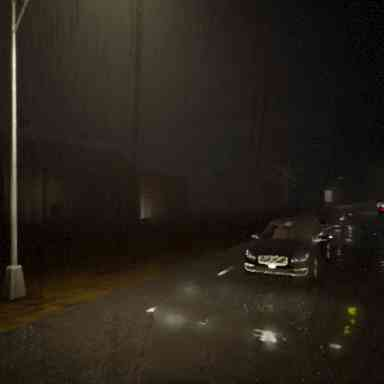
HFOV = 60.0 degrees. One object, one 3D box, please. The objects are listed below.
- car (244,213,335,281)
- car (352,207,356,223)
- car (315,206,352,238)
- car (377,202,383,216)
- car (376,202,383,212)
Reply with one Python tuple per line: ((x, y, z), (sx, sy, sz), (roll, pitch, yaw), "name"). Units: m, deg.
((3.143, 1.608, 10.411), (1.837, 1.490, 4.892), (-1, -1, 28), "car")
((12.657, 1.850, 27.921), (1.895, 1.301, 4.718), (-1, -1, 29), "car")
((7.888, 1.673, 19.155), (1.837, 1.490, 4.892), (-1, -1, 28), "car")
((21.267, 1.858, 36.060), (2.033, 1.411, 5.357), (-1, -1, 29), "car")
((26.151, 2.033, 45.143), (1.895, 1.301, 4.718), (-1, -1, 28), "car")
